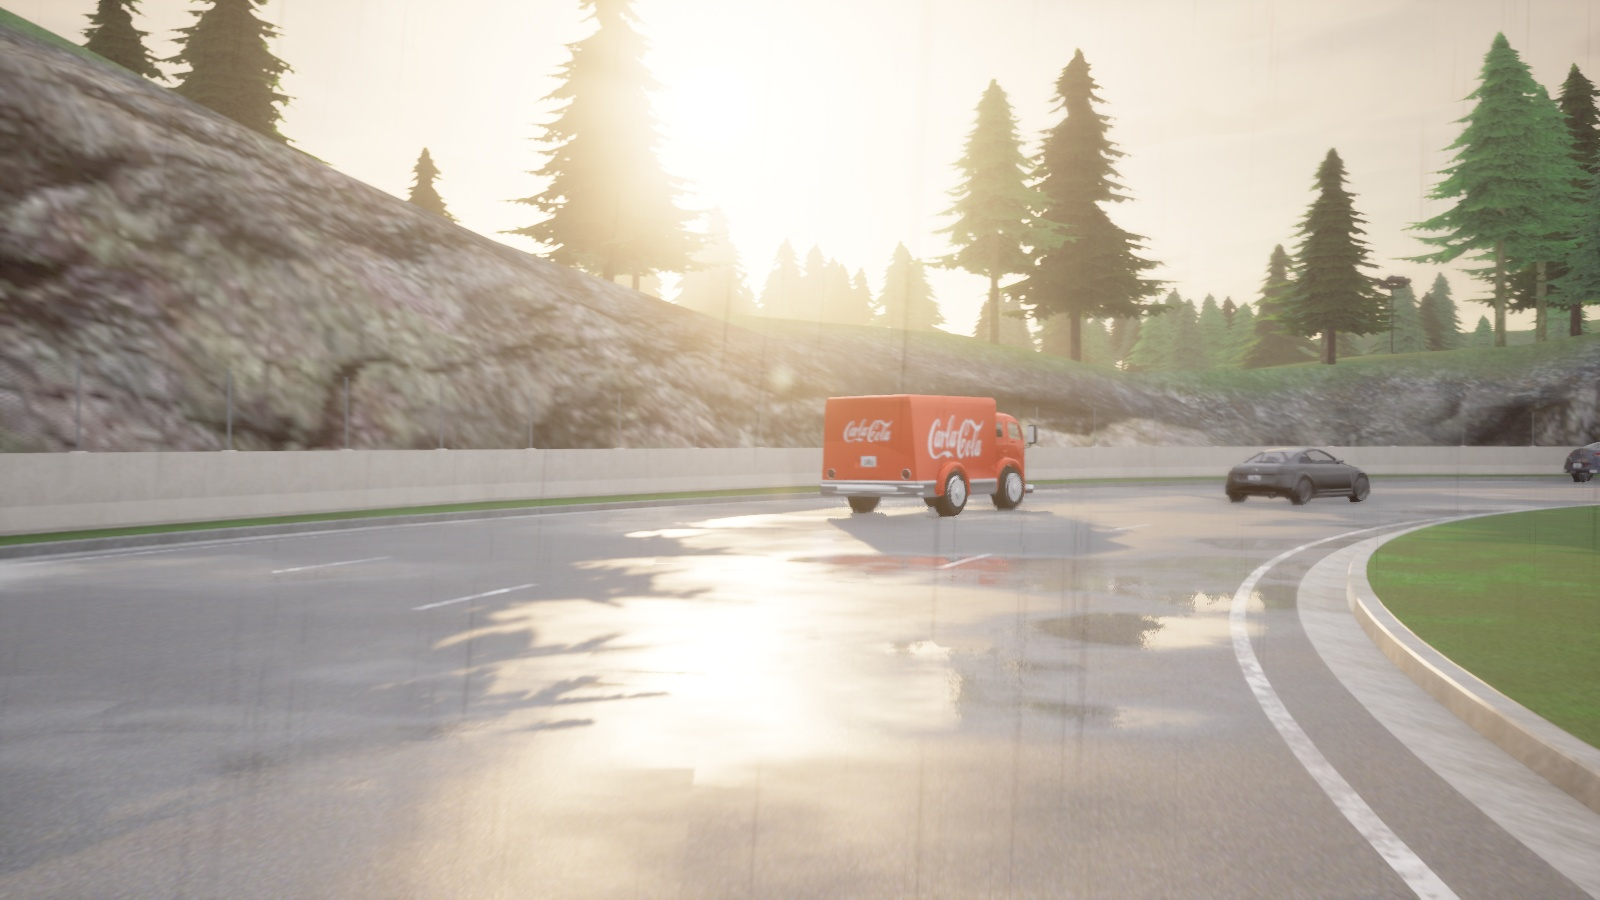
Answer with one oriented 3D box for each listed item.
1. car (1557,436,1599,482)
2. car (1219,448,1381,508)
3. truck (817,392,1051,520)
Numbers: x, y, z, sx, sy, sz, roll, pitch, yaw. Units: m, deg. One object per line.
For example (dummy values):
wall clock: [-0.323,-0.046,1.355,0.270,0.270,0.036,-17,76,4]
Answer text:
car: [31.318,0.317,46.854,5.027,1.651,2.152,0,0,-9]
car: [12.606,0.655,31.579,4.181,1.385,1.994,0,0,-39]
truck: [2.996,0.112,27.056,2.627,2.467,5.204,0,0,39]
